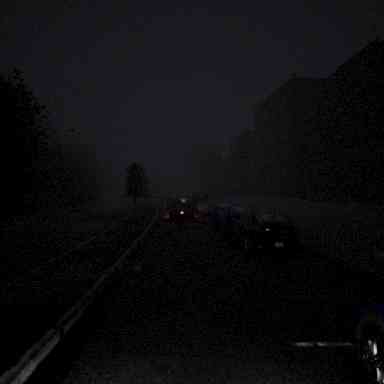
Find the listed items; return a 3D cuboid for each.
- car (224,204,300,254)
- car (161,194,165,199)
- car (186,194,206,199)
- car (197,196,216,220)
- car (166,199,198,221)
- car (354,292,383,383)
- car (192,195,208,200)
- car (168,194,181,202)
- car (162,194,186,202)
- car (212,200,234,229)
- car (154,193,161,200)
[{"bbox_3d":[2.814,1.474,13.418,2.231,1.521,4.892,0,0,-2],"label":"car"},{"bbox_3d":[-5.112,1.224,75.598,2.163,1.488,4.792,0,0,-13],"label":"car"},{"bbox_3d":[0.216,1.387,46.711,2.231,1.521,4.892,0,0,-7],"label":"car"},{"bbox_3d":[1.914,1.446,30.277,1.946,1.575,5.366,0,0,-4],"label":"car"},{"bbox_3d":[-0.888,1.534,27.123,1.994,1.385,4.181,0,0,-4],"label":"car"},{"bbox_3d":[3.056,1.354,2.274,2.185,1.767,4.553,0,0,0],"label":"car"},{"bbox_3d":[1.438,1.430,35.821,1.946,1.575,5.366,0,0,-5],"label":"car"},{"bbox_3d":[-3.579,1.240,68.725,1.946,1.575,5.366,0,0,-11],"label":"car"},{"bbox_3d":[-2.357,1.407,42.824,2.128,1.511,4.902,0,0,-7],"label":"car"},{"bbox_3d":[2.586,1.467,18.975,2.097,1.535,5.008,0,0,-2],"label":"car"},{"bbox_3d":[-7.506,1.119,84.892,2.097,1.535,5.008,0,0,-15],"label":"car"}]
